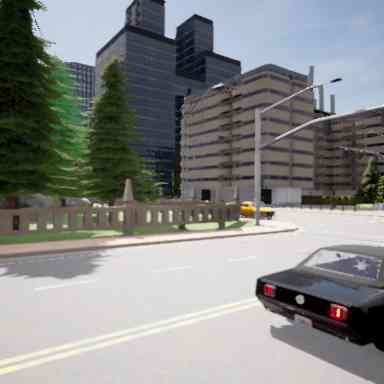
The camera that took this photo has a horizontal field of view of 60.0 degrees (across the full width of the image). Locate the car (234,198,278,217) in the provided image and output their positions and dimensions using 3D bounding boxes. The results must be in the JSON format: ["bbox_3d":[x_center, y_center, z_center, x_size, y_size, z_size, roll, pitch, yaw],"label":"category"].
[{"bbox_3d":[6.870,1.613,36.041,2.097,1.767,4.553,1,0,-35],"label":"car"}]

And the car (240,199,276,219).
[{"bbox_3d":[5.643,1.704,31.726,1.882,1.535,5.008,1,0,-35],"label":"car"}]

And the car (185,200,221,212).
[{"bbox_3d":[1.357,1.807,43.783,2.033,1.411,5.357,1,0,-35],"label":"car"}]

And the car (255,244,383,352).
[{"bbox_3d":[3.474,1.664,6.243,4.718,1.301,1.895,1,0,-35],"label":"car"}]

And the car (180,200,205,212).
[{"bbox_3d":[0.175,1.716,39.406,2.128,1.511,4.902,1,0,-35],"label":"car"}]
